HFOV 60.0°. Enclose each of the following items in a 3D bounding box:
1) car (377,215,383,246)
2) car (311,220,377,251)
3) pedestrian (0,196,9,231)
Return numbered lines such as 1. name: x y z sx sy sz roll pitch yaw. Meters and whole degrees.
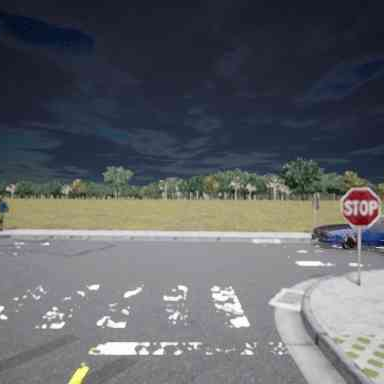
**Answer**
1. car: 9.972 1.356 11.680 5.566 2.045 2.150 0 -1 1
2. car: 7.994 1.675 14.133 5.357 1.411 2.033 1 0 0
3. pedestrian: -9.731 1.066 16.901 0.375 1.860 0.375 0 -1 0
